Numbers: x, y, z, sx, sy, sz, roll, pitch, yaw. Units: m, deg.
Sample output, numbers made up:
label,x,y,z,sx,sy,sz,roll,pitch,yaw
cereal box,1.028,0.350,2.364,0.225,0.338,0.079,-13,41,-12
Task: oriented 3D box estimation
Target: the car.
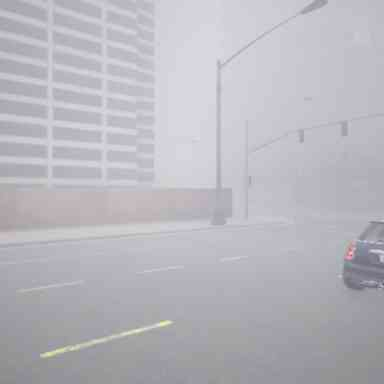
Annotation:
label,x,y,z,sx,sy,sz,roll,pitch,yaw
car,5.606,1.353,7.798,4.553,1.767,2.097,0,0,-35
